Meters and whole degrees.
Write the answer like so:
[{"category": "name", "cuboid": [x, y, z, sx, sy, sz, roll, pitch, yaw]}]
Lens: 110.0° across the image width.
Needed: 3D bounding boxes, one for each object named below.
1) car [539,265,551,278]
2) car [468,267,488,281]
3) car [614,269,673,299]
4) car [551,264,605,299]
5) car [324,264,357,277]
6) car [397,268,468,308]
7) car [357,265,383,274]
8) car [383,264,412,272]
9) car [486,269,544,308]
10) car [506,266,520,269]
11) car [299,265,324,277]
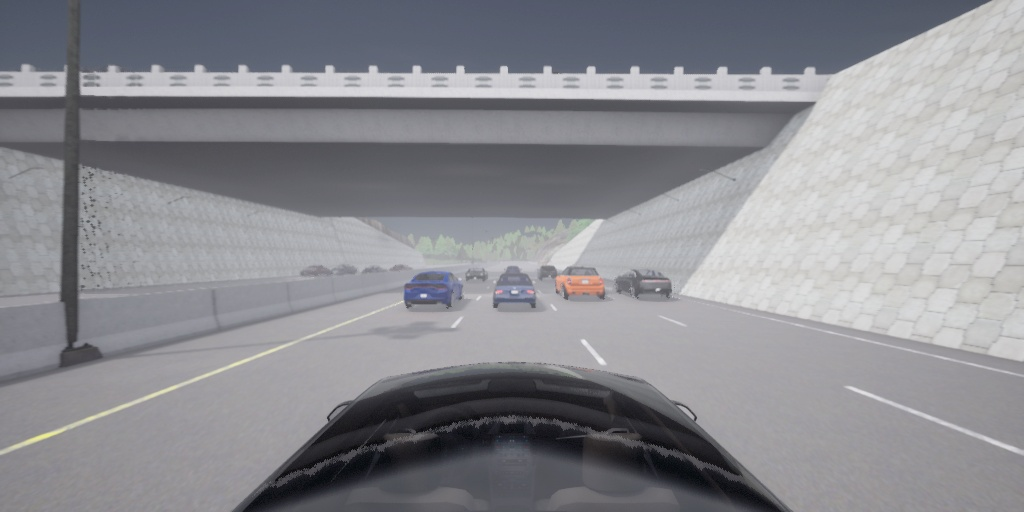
[{"category": "car", "cuboid": [3.612, 1.700, 36.815, 1.837, 1.490, 4.892, 0, -1, 0]}, {"category": "car", "cuboid": [-3.388, 1.775, 35.250, 1.895, 1.301, 4.718, 0, -1, 0]}, {"category": "car", "cuboid": [7.107, 1.473, 19.876, 2.128, 1.511, 4.902, 0, -1, 0]}, {"category": "car", "cuboid": [3.606, 1.331, 19.757, 2.097, 1.767, 4.553, 0, -1, 0]}, {"category": "car", "cuboid": [-21.078, 1.789, 45.146, 2.128, 1.511, 4.902, 0, -1, 0]}, {"category": "car", "cuboid": [-3.395, 1.412, 16.265, 1.882, 1.535, 5.008, 0, -1, 0]}, {"category": "car", "cuboid": [-17.577, 1.871, 45.786, 1.994, 1.385, 4.181, 0, -1, 0]}, {"category": "car", "cuboid": [-14.080, 1.777, 45.192, 1.882, 1.535, 5.008, 0, -1, 0]}, {"category": "car", "cuboid": [0.105, 1.484, 16.436, 2.033, 1.411, 5.357, 0, -1, 0]}, {"category": "car", "cuboid": [0.098, 1.730, 37.561, 1.812, 1.442, 4.674, 0, -1, 0]}, {"category": "car", "cuboid": [-24.577, 1.821, 44.962, 1.812, 1.442, 4.674, 0, -1, 0]}]
